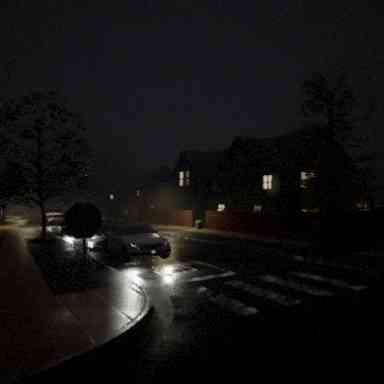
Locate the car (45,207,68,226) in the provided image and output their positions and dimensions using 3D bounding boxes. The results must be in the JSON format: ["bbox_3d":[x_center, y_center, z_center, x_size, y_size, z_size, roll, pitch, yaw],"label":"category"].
[{"bbox_3d":[-16.662,2.894,40.270,2.150,2.045,5.566,-1,-2,-28],"label":"car"}]

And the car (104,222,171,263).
[{"bbox_3d":[-2.594,2.084,14.722,1.812,1.442,4.674,-1,-2,-29],"label":"car"}]

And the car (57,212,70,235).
[{"bbox_3d":[-9.523,2.612,27.270,1.837,1.490,4.892,-1,-2,-29],"label":"car"}]

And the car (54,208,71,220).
[{"bbox_3d":[-21.184,3.554,54.431,2.097,1.767,4.553,-1,-2,-28],"label":"car"}]
